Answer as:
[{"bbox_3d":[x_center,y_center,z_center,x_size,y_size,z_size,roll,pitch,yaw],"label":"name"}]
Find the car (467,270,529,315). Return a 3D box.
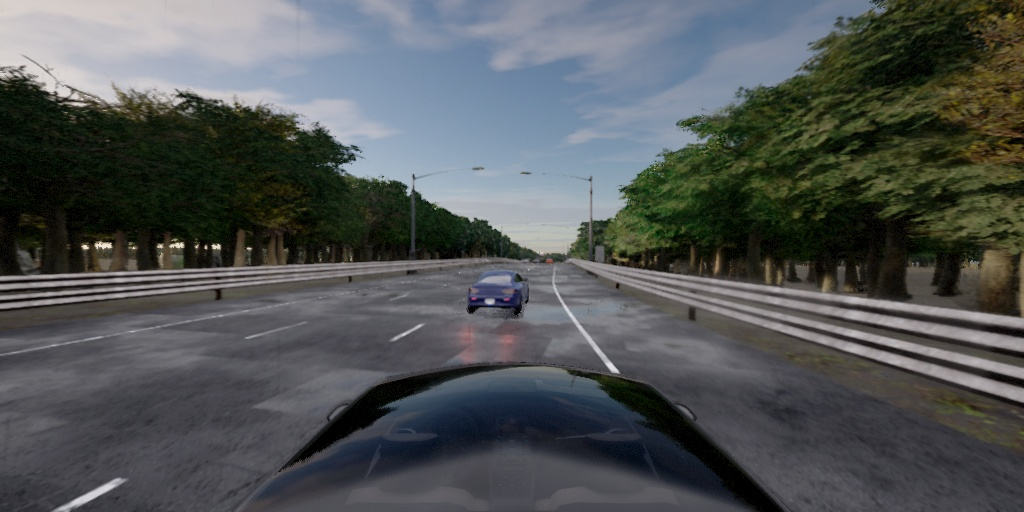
[{"bbox_3d":[-0.406,1.248,13.439,1.812,1.442,4.674,0,0,7],"label":"car"}]
